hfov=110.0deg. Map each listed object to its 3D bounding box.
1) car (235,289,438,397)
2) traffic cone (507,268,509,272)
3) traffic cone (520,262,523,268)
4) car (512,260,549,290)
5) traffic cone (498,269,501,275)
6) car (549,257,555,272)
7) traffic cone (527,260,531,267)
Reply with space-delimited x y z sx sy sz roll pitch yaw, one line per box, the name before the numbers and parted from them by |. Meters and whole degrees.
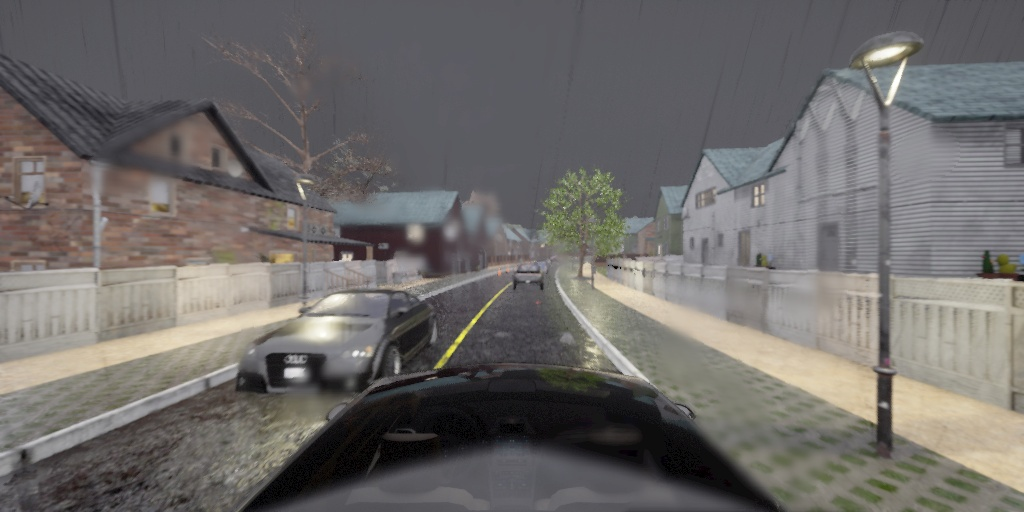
car | -2.716 1.314 6.577 1.994 1.385 4.181 0 0 2
traffic cone | -0.456 1.538 41.330 0.340 0.580 0.340 0 0 10
traffic cone | 1.437 1.444 51.253 0.340 0.580 0.340 0 0 12
car | 1.120 1.228 22.610 2.128 1.511 4.902 0 0 6
traffic cone | -1.248 1.584 36.340 0.340 0.580 0.340 0 0 8
car | 3.278 1.152 39.477 2.033 1.411 5.357 0 1 9
traffic cone | 2.537 1.389 56.183 0.340 0.580 0.340 0 0 13
